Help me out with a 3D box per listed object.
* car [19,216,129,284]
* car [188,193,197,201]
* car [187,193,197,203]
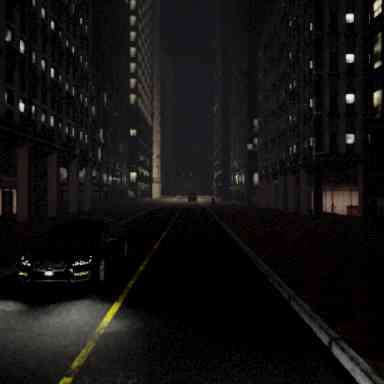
[{"bbox_3d":[-3.083,1.509,9.618,1.837,1.490,4.892,0,0,0],"label":"car"},{"bbox_3d":[0.080,1.168,80.805,2.150,2.045,5.566,0,0,0],"label":"car"},{"bbox_3d":[0.070,1.523,70.693,1.837,1.490,4.892,0,0,0],"label":"car"}]
